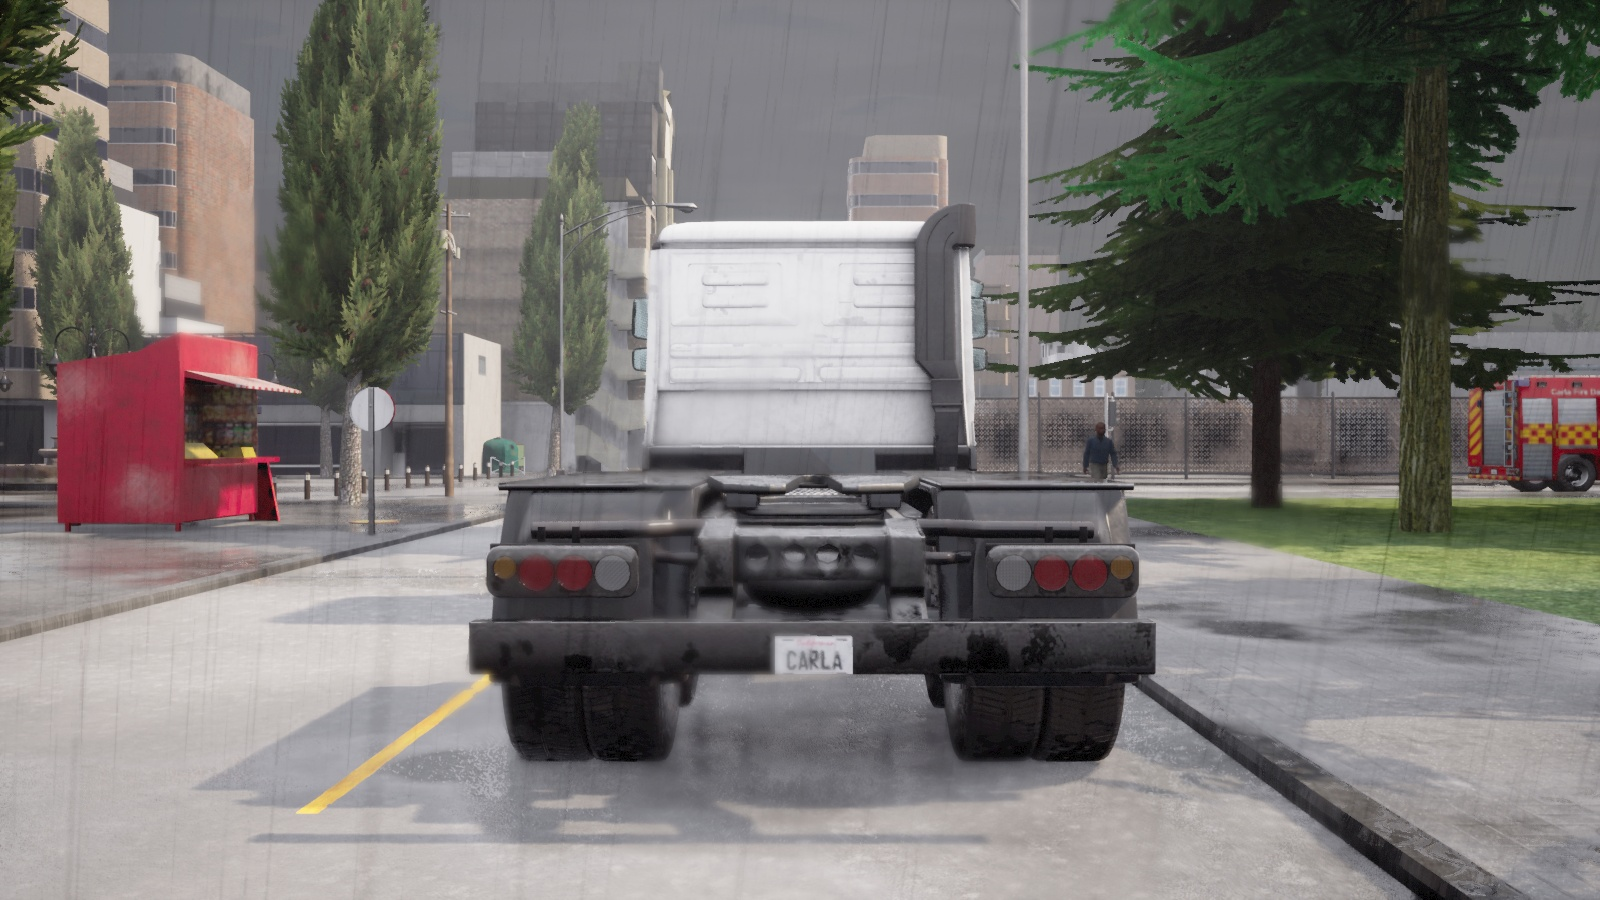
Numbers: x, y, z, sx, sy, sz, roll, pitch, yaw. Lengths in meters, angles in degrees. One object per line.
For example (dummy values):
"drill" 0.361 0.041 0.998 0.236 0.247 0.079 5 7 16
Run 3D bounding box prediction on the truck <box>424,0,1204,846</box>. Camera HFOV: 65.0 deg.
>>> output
"truck" 0.072 -0.284 8.629 2.891 3.462 7.936 0 0 0

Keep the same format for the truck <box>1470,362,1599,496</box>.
"truck" 24.945 -0.609 37.322 8.468 3.827 2.891 0 0 0

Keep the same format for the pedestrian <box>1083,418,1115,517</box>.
"pedestrian" 5.616 0.327 23.597 0.370 1.835 0.726 0 0 -4
